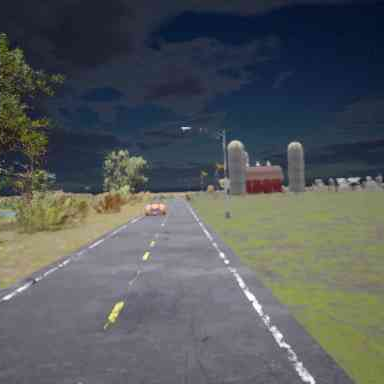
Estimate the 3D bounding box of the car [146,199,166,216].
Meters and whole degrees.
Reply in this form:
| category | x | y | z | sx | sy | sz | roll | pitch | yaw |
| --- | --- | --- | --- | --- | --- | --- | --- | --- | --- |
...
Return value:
| category | x | y | z | sx | sy | sz | roll | pitch | yaw |
| --- | --- | --- | --- | --- | --- | --- | --- | --- | --- |
| car | -4.049 | 1.647 | 37.697 | 2.097 | 1.767 | 4.553 | -2 | 0 | -2 |
